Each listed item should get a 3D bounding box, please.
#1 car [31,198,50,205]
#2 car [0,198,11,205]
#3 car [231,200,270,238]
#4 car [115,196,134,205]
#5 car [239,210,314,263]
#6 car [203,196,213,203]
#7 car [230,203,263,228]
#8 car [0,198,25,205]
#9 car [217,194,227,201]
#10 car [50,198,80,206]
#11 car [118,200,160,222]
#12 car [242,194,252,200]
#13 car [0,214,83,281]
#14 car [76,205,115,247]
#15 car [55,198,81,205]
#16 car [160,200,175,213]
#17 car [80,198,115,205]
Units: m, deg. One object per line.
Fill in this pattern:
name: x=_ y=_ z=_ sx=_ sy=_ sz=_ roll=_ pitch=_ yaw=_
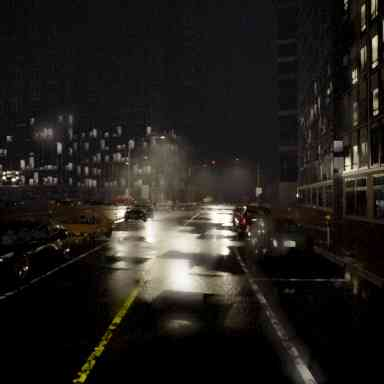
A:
car: x=-29.499 y=1.893 z=65.947 sx=4.829 sy=1.417 sz=1.752 roll=0 pitch=-1 yaw=15
car: x=-40.125 y=1.989 z=68.866 sx=4.403 sy=1.369 sz=2.008 roll=0 pitch=-1 yaw=15
car: x=3.275 y=1.449 z=17.583 sx=1.967 sy=1.590 sz=4.097 roll=1 pitch=0 yaw=4
car: x=-13.152 y=1.575 z=61.461 sx=5.009 sy=1.841 sz=2.192 roll=0 pitch=-1 yaw=15
car: x=2.981 y=1.571 z=11.903 sx=1.947 sy=1.339 sz=4.313 roll=1 pitch=0 yaw=2
car: x=3.602 y=1.675 z=73.806 sx=1.752 sy=1.417 sz=4.829 roll=1 pitch=0 yaw=14
car: x=3.666 y=1.557 z=23.212 sx=1.887 sy=1.381 sz=4.507 roll=1 pitch=0 yaw=5
car: x=-31.408 y=1.767 z=58.301 sx=4.403 sy=1.369 sz=2.008 roll=0 pitch=-1 yaw=15
car: x=8.166 y=1.530 z=89.895 sx=2.192 sy=1.841 sz=5.009 roll=1 pitch=0 yaw=16
car: x=-20.624 y=1.695 z=55.338 sx=4.403 sy=1.369 sz=2.008 roll=0 pitch=-1 yaw=15
car: x=-4.114 y=1.578 z=26.396 sx=2.008 sy=1.369 sz=4.403 roll=1 pitch=0 yaw=5
car: x=12.603 y=1.440 z=76.045 sx=2.192 sy=1.841 sz=5.009 roll=1 pitch=0 yaw=15
car: x=-5.116 y=1.574 z=9.973 sx=1.947 sy=1.339 sz=4.313 roll=1 pitch=0 yaw=2
car: x=-4.884 y=1.540 z=15.297 sx=1.752 sy=1.417 sz=4.829 roll=1 pitch=0 yaw=3
car: x=-23.941 y=1.882 z=64.420 sx=4.403 sy=1.369 sz=2.008 roll=0 pitch=-1 yaw=15
car: x=-2.983 y=1.595 z=37.153 sx=2.008 sy=1.369 sz=4.403 roll=1 pitch=0 yaw=7
car: x=-15.232 y=1.675 z=53.857 sx=4.313 sy=1.339 sz=1.947 roll=0 pitch=-1 yaw=15
